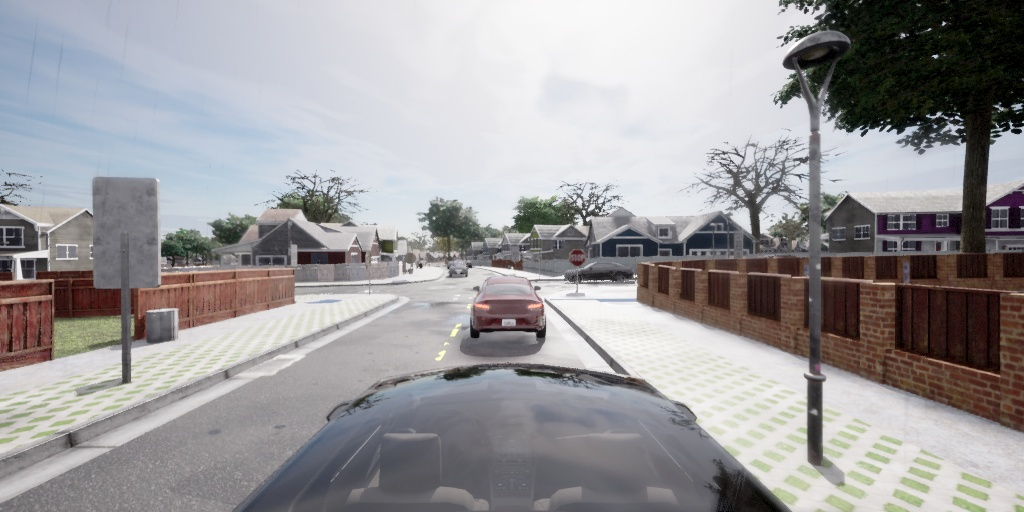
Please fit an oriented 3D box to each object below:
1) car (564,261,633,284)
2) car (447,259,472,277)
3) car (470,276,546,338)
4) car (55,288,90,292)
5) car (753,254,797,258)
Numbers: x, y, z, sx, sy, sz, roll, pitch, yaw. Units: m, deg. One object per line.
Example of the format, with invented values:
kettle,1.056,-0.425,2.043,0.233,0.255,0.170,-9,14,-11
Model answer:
car,5.964,1.116,24.965,4.674,1.442,1.812,-1,1,4
car,-5.518,1.352,37.111,2.128,1.511,4.902,0,0,-8
car,-0.133,1.280,10.065,1.812,1.442,4.674,0,0,-2
car,-25.007,1.940,19.435,4.718,1.301,1.895,-1,1,-11
car,17.056,0.704,24.210,4.553,1.767,2.097,-1,0,5
